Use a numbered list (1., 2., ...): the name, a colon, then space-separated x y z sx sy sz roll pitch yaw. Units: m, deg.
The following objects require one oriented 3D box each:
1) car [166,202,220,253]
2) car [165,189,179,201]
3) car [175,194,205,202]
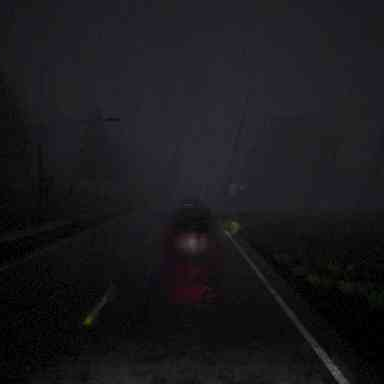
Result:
1. car: 0.042 1.335 12.913 1.837 1.490 4.892 0 1 1
2. car: -3.531 0.455 58.913 2.150 2.045 5.566 0 1 0
3. car: 0.032 1.121 27.273 2.128 1.511 4.902 -1 1 1
